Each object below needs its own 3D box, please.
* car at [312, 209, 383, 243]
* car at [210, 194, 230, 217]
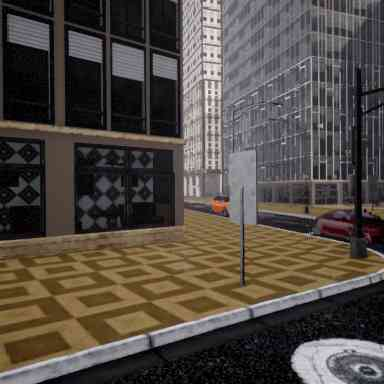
[{"bbox_3d":[7.282,1.481,14.952,1.994,1.385,4.181,0,1,-13],"label":"car"},{"bbox_3d":[3.148,1.079,27.947,2.097,1.767,4.553,-1,1,-19],"label":"car"}]
